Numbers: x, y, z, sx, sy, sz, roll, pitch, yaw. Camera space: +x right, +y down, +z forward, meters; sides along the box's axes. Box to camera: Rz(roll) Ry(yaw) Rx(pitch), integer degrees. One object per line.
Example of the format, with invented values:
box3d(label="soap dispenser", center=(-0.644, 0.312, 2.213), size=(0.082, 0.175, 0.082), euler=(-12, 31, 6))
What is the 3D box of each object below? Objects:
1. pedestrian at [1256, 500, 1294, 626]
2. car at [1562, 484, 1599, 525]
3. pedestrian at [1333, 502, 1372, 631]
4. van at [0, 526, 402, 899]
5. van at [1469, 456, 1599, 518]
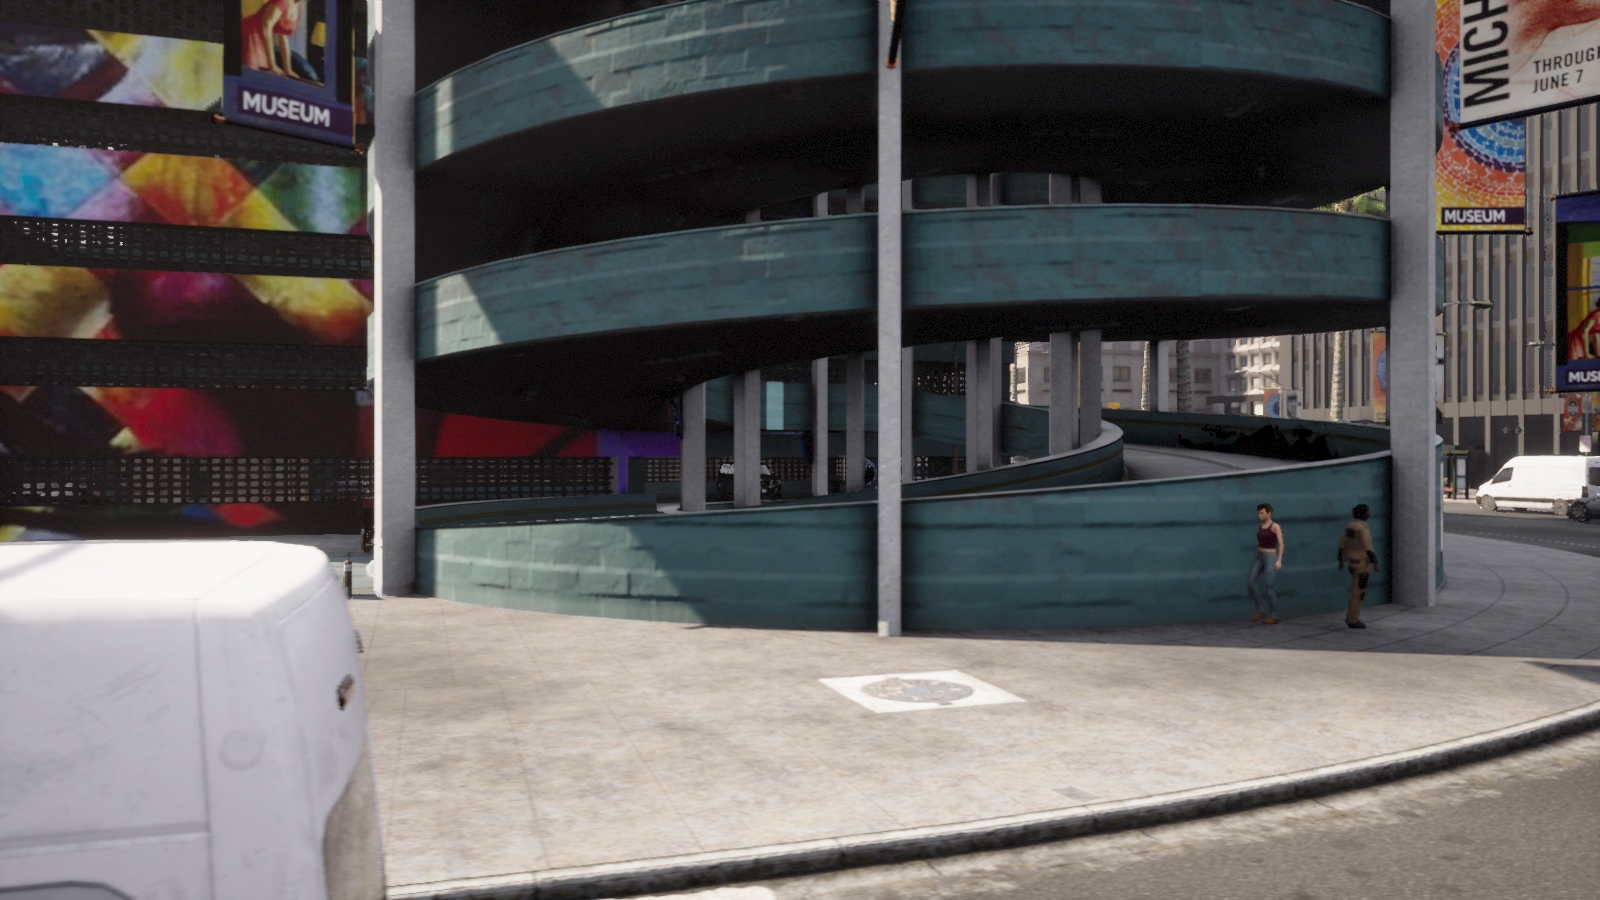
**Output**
box3d(label="pedestrian", center=(7.173, 1.698, 17.250), size=(0.375, 1.860, 0.375), euler=(0, 0, -17))
box3d(label="car", center=(30.918, 2.072, 42.743), size=(1.970, 1.475, 3.806), euler=(0, 0, -8))
box3d(label="pedestrian", center=(8.147, 1.701, 16.852), size=(0.375, 1.860, 0.375), euler=(0, 0, -8))
box3d(label="van", center=(-3.801, 1.534, 1.917), size=(5.915, 2.561, 1.988), euler=(0, 0, -19))
box3d(label="van", center=(32.754, 1.543, 50.405), size=(1.988, 2.561, 5.915), euler=(0, 0, -15))
